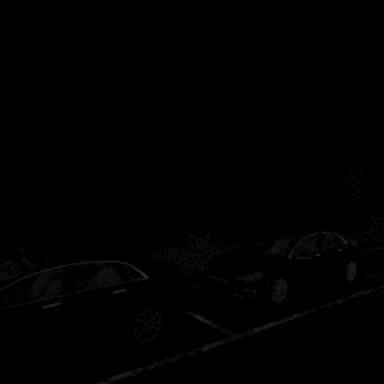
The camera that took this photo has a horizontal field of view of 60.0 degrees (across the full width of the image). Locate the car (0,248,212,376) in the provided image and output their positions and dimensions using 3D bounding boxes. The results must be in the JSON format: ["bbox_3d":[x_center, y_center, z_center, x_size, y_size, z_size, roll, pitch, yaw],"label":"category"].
[{"bbox_3d":[-2.108,1.548,4.684,4.403,1.369,2.008,0,0,-35],"label":"car"}]

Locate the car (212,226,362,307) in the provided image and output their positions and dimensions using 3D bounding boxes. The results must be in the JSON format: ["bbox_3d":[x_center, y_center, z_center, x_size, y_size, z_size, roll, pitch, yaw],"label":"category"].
[{"bbox_3d":[2.300,1.531,7.827,4.403,1.369,2.008,0,0,-35],"label":"car"}]
